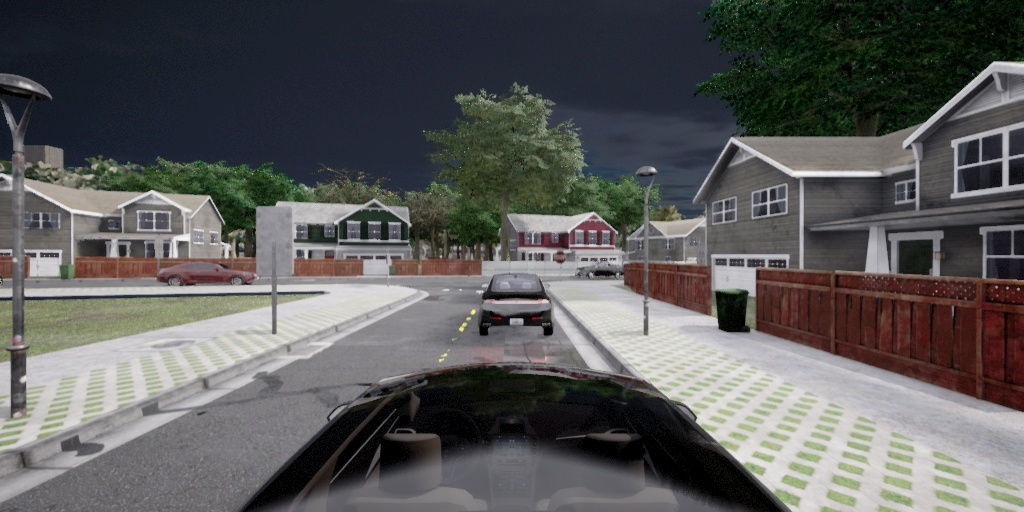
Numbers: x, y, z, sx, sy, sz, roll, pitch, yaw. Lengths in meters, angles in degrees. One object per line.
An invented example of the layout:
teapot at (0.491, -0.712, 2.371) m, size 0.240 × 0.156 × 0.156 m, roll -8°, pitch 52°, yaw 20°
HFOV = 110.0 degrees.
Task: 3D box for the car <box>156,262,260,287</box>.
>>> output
car at (-17.563, 1.056, 20.933) m, size 4.674 × 1.442 × 1.812 m, roll 1°, pitch 0°, yaw -20°

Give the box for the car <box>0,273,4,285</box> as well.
car at (-28.072, 0.748, 17.105) m, size 4.553 × 1.767 × 2.097 m, roll 1°, pitch 0°, yaw -20°

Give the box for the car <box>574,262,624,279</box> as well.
car at (8.209, 1.324, 33.431) m, size 4.902 × 1.511 × 2.128 m, roll 1°, pitch 0°, yaw -20°

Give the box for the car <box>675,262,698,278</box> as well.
car at (15.812, 1.418, 33.099) m, size 4.892 × 1.490 × 1.837 m, roll 1°, pitch 0°, yaw -19°

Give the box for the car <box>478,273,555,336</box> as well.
car at (0.104, 1.234, 10.314) m, size 2.128 × 1.511 × 4.902 m, roll 0°, pitch 0°, yaw 0°
